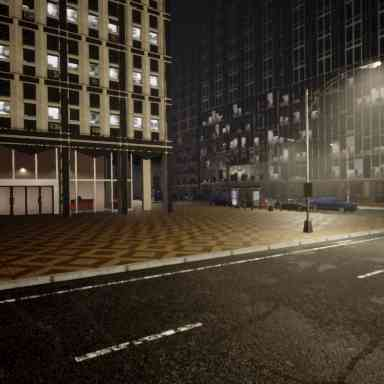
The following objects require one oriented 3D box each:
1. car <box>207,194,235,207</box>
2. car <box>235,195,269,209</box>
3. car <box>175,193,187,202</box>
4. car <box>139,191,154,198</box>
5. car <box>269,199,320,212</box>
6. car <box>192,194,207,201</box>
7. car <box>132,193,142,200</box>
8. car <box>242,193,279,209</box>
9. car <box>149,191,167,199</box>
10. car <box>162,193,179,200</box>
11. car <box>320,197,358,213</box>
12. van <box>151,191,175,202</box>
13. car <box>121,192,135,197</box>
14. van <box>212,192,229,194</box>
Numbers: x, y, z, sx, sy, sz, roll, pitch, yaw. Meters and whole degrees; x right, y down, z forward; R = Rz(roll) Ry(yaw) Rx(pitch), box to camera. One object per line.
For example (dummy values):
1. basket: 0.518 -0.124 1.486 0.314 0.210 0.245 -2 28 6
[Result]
1. car: 4.405 1.319 44.724 1.947 1.339 4.313 0 1 -35
2. car: 7.581 1.388 40.011 1.802 1.307 4.206 0 1 -35
3. car: -2.787 0.909 59.923 2.097 1.767 4.553 -1 1 -34
4. car: -11.218 0.686 82.267 1.967 1.590 4.097 0 1 -35
5. car: 10.792 1.424 35.318 1.947 1.339 4.313 0 1 -35
6. car: 1.679 1.043 63.547 1.802 1.307 4.206 0 1 -35
7. car: -11.671 1.039 68.155 2.008 1.369 4.403 0 1 -35
8. car: 8.789 1.099 43.004 2.097 1.767 4.553 -1 1 -34
9. car: -7.994 0.615 77.585 2.192 1.841 5.009 0 1 -35
10. car: -4.769 0.936 72.908 1.802 1.307 4.206 0 1 -35
11. car: 14.588 1.317 34.585 1.882 1.535 5.008 -1 1 -35
12. van: -5.222 0.937 58.792 1.690 1.788 3.998 0 1 -35
13. car: -17.666 0.688 91.629 2.008 1.369 4.403 0 1 -35
14. van: 4.903 0.855 58.863 1.690 1.788 3.998 0 1 -35
